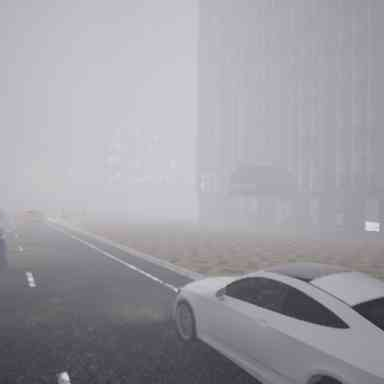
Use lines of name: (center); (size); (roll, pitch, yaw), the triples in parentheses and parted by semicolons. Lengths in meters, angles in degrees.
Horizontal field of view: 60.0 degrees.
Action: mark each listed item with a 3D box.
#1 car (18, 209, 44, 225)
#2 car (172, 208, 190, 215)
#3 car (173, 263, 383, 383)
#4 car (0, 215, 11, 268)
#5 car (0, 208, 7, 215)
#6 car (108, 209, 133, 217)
car: (-16.194, 2.504, 33.651); (1.882, 1.535, 5.008); (2, -2, -29)
car: (-2.503, 4.353, 75.904); (4.097, 1.590, 1.967); (2, -2, -30)
car: (1.409, 1.703, 4.486); (1.812, 1.442, 4.674); (2, -2, -29)
car: (-7.885, 1.841, 12.270); (1.882, 1.535, 5.008); (2, -2, -29)
car: (-22.689, 2.617, 38.594); (1.882, 1.535, 5.008); (2, -2, -29)
car: (-12.901, 3.795, 60.067); (4.403, 1.369, 2.008); (2, -2, -30)
